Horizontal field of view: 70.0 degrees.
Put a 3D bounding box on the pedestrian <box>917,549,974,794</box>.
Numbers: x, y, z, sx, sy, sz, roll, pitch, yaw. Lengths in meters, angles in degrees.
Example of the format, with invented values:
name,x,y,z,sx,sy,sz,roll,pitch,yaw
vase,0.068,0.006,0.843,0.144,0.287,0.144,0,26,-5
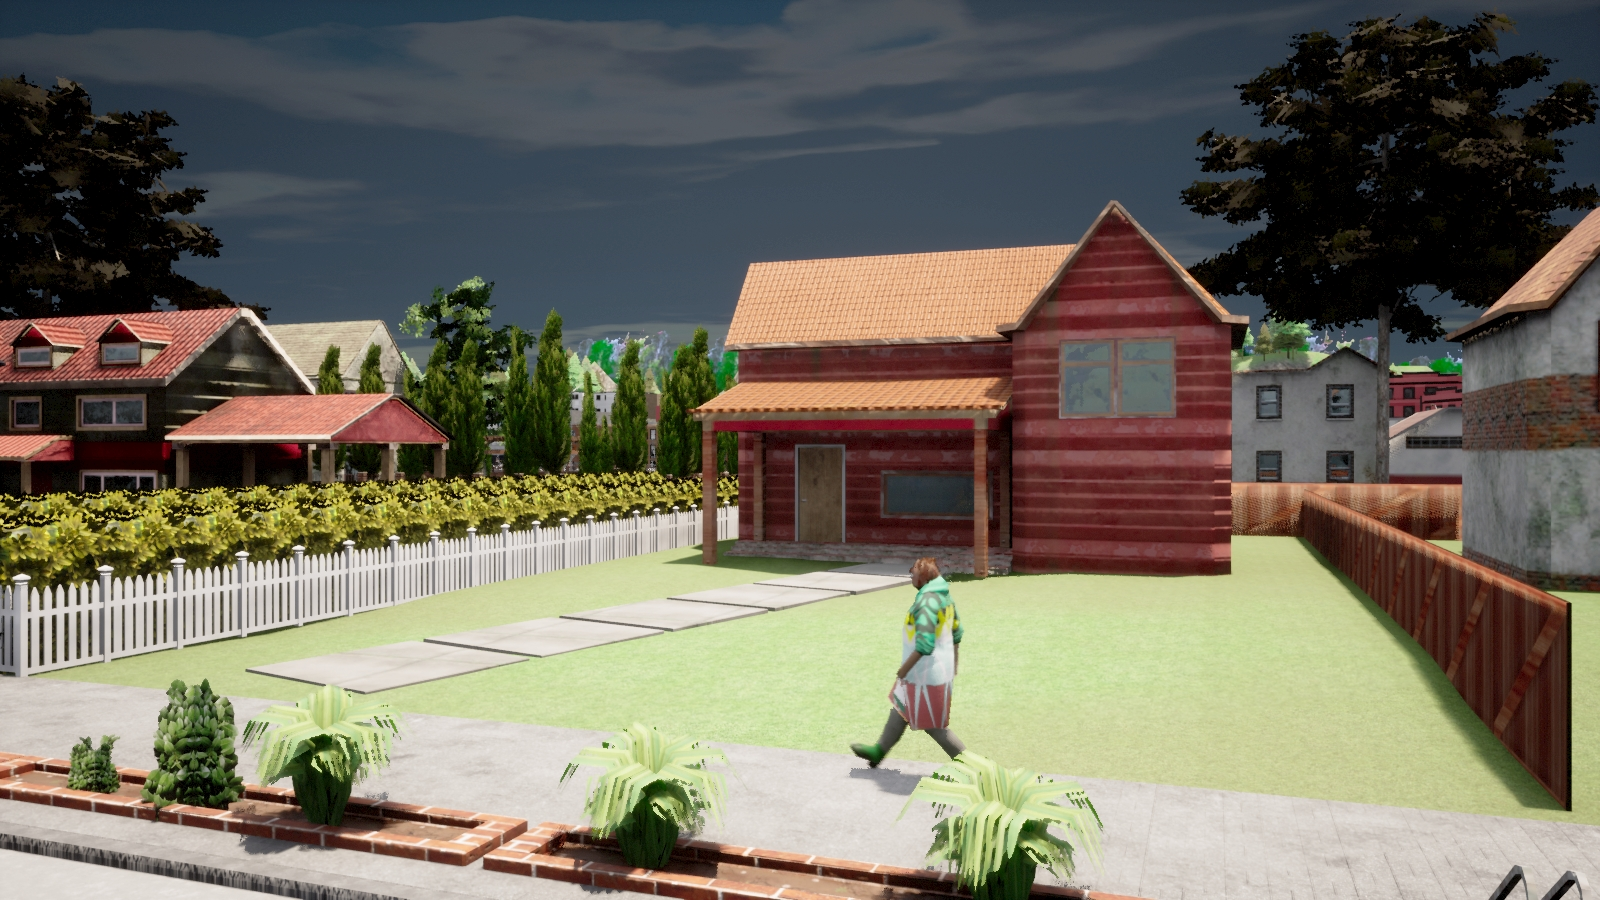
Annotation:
name,x,y,z,sx,sy,sz,roll,pitch,yaw
pedestrian,1.163,1.744,9.129,0.375,1.860,0.375,0,0,20
